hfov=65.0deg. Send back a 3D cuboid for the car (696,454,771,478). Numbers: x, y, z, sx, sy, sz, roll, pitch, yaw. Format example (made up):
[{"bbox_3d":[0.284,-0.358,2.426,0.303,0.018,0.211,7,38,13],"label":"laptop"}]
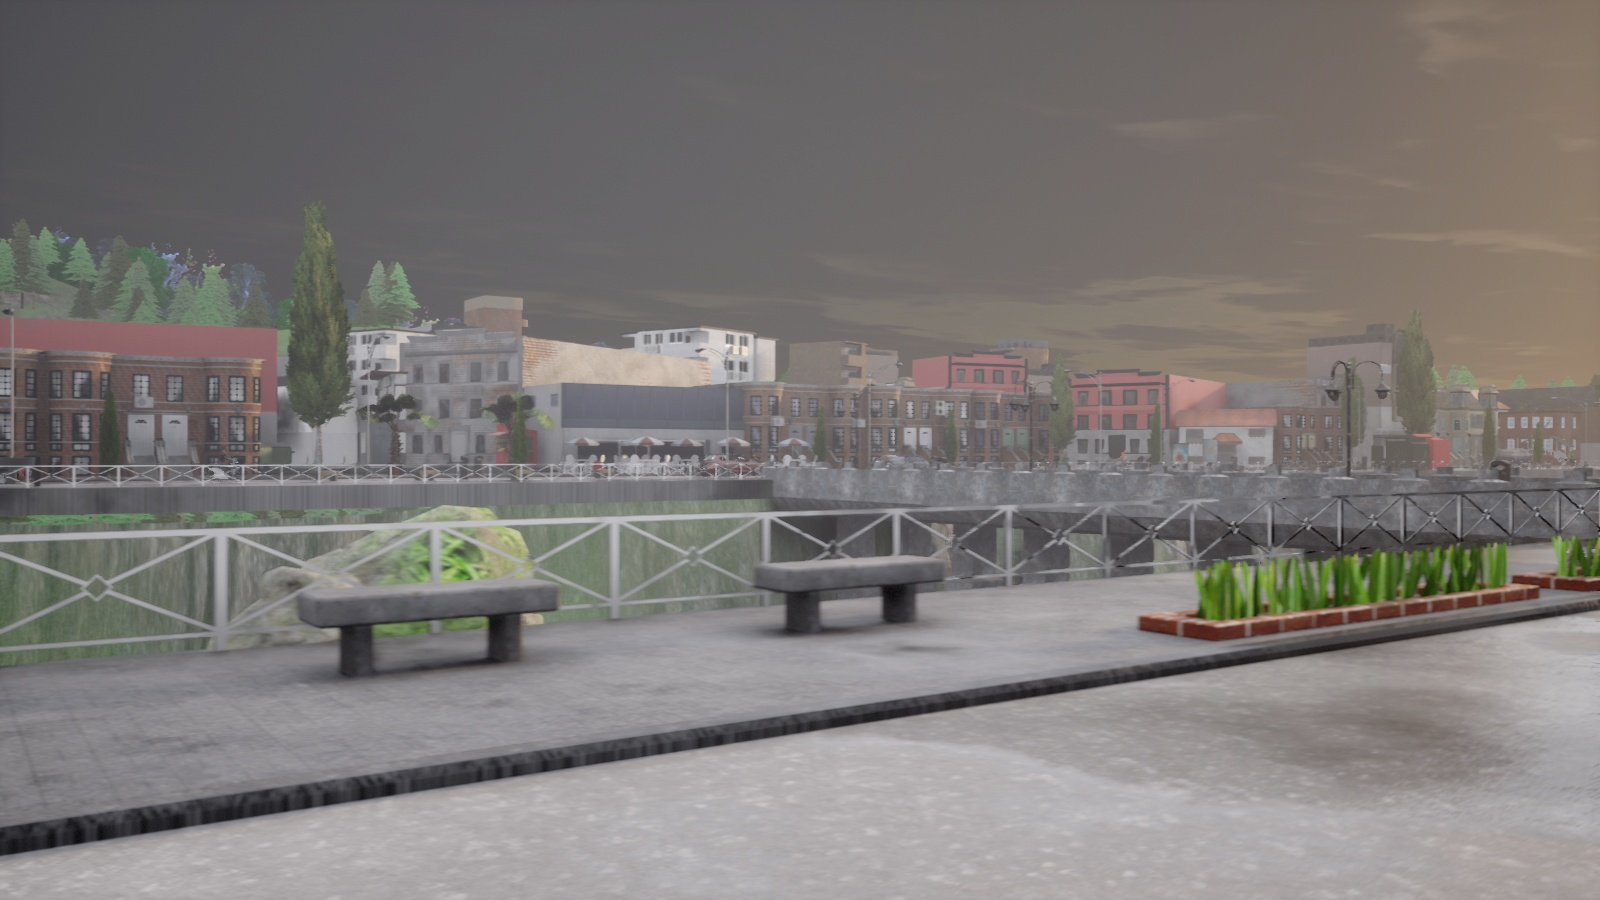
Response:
[{"bbox_3d":[-4.042,0.956,76.660,4.193,1.474,1.816,0,0,-35],"label":"car"}]

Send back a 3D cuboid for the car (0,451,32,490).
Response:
[{"bbox_3d":[-36.113,0.885,54.265,4.856,1.649,2.033,0,0,-35],"label":"car"}]

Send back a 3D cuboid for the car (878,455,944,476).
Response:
[{"bbox_3d":[7.504,1.002,84.719,4.181,1.385,1.994,0,0,-35],"label":"car"}]

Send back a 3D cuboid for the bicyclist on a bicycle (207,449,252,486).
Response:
[{"bbox_3d":[-27.410,0.822,60.343,1.843,1.776,0.659,0,0,-35],"label":"bicyclist on a bicycle"}]
